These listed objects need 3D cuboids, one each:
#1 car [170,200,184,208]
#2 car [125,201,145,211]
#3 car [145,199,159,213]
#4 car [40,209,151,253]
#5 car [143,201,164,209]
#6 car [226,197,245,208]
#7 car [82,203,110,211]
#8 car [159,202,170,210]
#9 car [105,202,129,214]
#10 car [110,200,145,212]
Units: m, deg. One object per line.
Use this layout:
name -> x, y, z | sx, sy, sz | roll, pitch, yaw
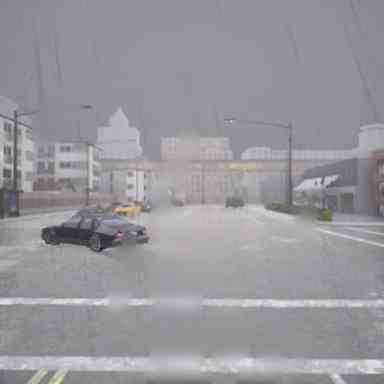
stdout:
car -> -3.039, 2.258, 62.905 | 1.837, 1.490, 4.892 | 0, -1, 22
car -> -8.875, 2.111, 51.931 | 1.837, 1.490, 4.892 | 0, -1, 6
car -> -6.046, 1.839, 43.042 | 2.097, 1.767, 4.553 | 0, -1, 4
car -> -4.312, 1.679, 14.328 | 5.357, 1.411, 2.033 | 0, -1, 35
car -> -7.119, 2.342, 61.979 | 1.895, 1.301, 4.718 | 0, -1, 18
car -> 8.020, 1.953, 61.342 | 2.150, 2.045, 5.566 | -1, -1, 28
car -> -10.050, 1.889, 33.836 | 1.812, 1.442, 4.674 | 0, -1, 3
car -> -5.278, 2.220, 52.949 | 1.895, 1.301, 4.718 | 0, -1, 7
car -> -9.600, 2.011, 42.926 | 1.812, 1.442, 4.674 | 0, -1, 5
car -> -6.534, 1.844, 34.071 | 1.882, 1.535, 5.008 | 0, -1, 3
